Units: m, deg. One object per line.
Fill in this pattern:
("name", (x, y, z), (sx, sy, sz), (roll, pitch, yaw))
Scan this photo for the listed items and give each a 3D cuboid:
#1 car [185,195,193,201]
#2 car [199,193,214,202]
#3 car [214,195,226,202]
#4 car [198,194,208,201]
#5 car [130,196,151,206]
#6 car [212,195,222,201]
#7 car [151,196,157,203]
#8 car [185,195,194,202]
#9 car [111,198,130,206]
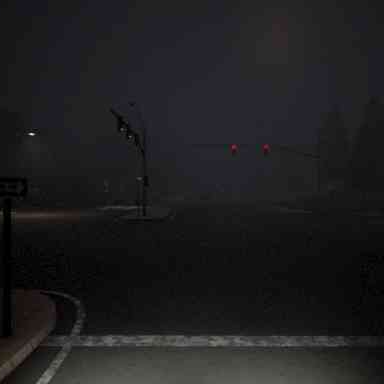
("car", (-0.750, 1.505, 83.492), (1.994, 1.385, 4.181), (0, 0, -1))
("car", (2.911, 1.225, 73.019), (2.150, 2.045, 5.566), (0, 0, -1))
("car", (6.403, 1.524, 73.534), (1.812, 1.442, 4.674), (0, 0, -1))
("car", (2.749, 1.319, 83.541), (2.097, 1.767, 4.553), (0, 0, -1))
("car", (-8.402, 1.601, 54.757), (1.895, 1.301, 4.718), (0, 0, -1))
("car", (6.249, 1.482, 83.610), (2.128, 1.511, 4.902), (0, 0, -1))
("car", (-8.555, 1.540, 70.671), (2.033, 1.411, 5.357), (0, 0, -1))
("car", (-0.590, 1.478, 73.054), (1.882, 1.535, 5.008), (0, 0, -1))
("car", (-11.900, 1.601, 54.692), (1.895, 1.301, 4.718), (0, 0, -1))
